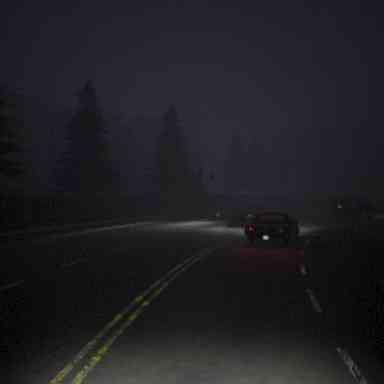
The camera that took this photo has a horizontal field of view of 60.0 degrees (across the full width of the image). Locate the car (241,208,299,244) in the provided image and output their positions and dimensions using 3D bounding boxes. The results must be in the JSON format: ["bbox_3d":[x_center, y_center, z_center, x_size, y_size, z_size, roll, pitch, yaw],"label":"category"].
[{"bbox_3d":[4.088,1.671,16.337,1.895,1.301,4.718,0,0,24],"label":"car"}]

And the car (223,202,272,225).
[{"bbox_3d":[4.548,1.576,24.467,1.882,1.535,5.008,0,0,35],"label":"car"}]

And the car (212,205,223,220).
[{"bbox_3d":[3.618,1.600,29.010,2.128,1.511,4.902,0,0,39],"label":"car"}]

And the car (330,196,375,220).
[{"bbox_3d":[14.826,1.384,30.647,5.566,2.045,2.150,0,-1,-41],"label":"car"}]
